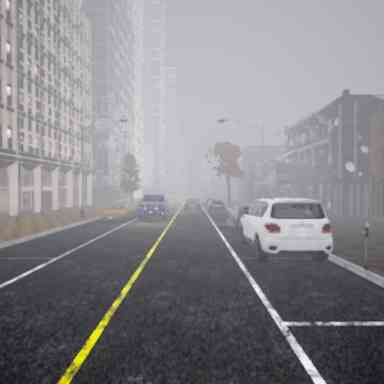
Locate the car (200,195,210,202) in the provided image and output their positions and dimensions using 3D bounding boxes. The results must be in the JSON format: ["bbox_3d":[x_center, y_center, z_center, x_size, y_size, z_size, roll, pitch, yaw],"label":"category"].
[{"bbox_3d":[2.657,1.366,70.802,1.947,1.339,4.313,-1,0,0],"label":"car"}]

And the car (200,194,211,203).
[{"bbox_3d":[2.657,1.255,65.157,1.967,1.590,4.097,-1,0,0],"label":"car"}]

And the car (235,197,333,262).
[{"bbox_3d":[3.103,1.192,12.078,2.150,2.045,5.566,0,0,0],"label":"car"}]

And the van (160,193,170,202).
[{"bbox_3d":[-5.697,1.142,70.854,1.690,1.788,3.998,-1,0,0],"label":"van"}]

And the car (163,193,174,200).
[{"bbox_3d":[-5.739,1.086,82.142,2.192,1.841,5.009,-1,0,0],"label":"car"}]

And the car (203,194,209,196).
[{"bbox_3d":[2.664,1.407,48.226,1.887,1.381,4.507,-1,0,0],"label":"car"}]

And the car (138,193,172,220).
[{"bbox_3d":[-3.105,1.142,27.635,2.150,2.045,5.566,0,0,0],"label":"car"}]

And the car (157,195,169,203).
[{"bbox_3d":[-5.688,1.381,65.211,1.947,1.339,4.313,-1,0,0],"label":"car"}]

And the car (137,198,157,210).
[{"bbox_3d":[-5.681,1.444,42.634,1.947,1.339,4.313,-1,0,0],"label":"car"}]

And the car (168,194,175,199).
[{"bbox_3d":[-5.730,1.307,93.431,1.947,1.339,4.313,-1,0,0],"label":"car"}]

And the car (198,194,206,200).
[{"bbox_3d":[2.652,1.322,87.734,1.947,1.339,4.313,-1,0,0],"label":"car"}]

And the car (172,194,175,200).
[{"bbox_3d":[-5.709,1.336,76.499,2.008,1.369,4.403,-1,0,0],"label":"car"}]

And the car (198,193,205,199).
[{"bbox_3d":[2.648,1.181,93.378,1.967,1.590,4.097,-1,0,0],"label":"car"}]

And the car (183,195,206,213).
[{"bbox_3d":[0.059,1.388,35.919,2.128,1.511,4.902,0,0,0],"label":"car"}]

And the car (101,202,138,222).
[{"bbox_3d":[-5.677,1.452,25.532,1.752,1.417,4.829,-1,0,0],"label":"car"}]

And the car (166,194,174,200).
[{"bbox_3d":[-5.731,1.338,87.787,1.802,1.307,4.206,-1,0,0],"label":"car"}]

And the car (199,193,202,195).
[{"bbox_3d":[2.660,1.355,59.684,1.752,1.417,4.829,-1,0,0],"label":"car"}]

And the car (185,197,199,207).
[{"bbox_3d":[0.037,1.462,48.794,1.895,1.301,4.718,0,0,0],"label":"car"}]

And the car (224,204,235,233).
[{"bbox_3d":[3.140,1.449,19.050,1.837,1.490,4.892,0,0,0],"label":"car"}]

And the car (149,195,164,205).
[{"bbox_3d":[-5.686,1.287,53.922,1.967,1.590,4.097,-1,0,0],"label":"car"}]

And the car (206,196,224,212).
[{"bbox_3d":[2.668,1.460,36.938,1.947,1.339,4.313,-1,0,0],"label":"car"}]
